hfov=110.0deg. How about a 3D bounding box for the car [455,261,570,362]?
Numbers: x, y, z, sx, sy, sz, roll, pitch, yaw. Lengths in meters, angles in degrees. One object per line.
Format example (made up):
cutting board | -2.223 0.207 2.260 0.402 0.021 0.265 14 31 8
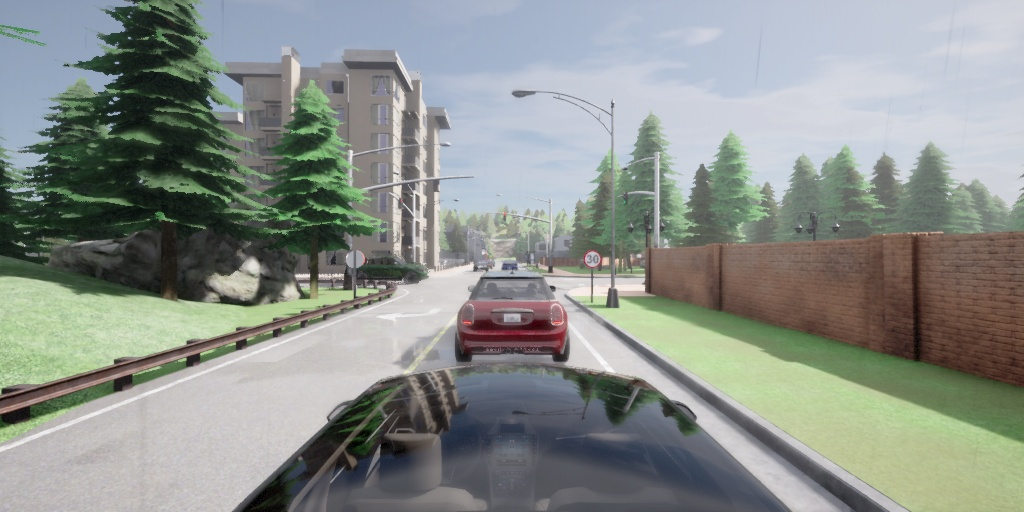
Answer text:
car | 0.005 1.102 8.373 2.097 1.767 4.553 0 0 0

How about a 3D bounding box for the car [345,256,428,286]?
car | -8.795 0.983 25.368 5.566 2.045 2.150 0 0 -6

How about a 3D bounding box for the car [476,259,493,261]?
car | -3.983 1.241 46.694 2.128 1.511 4.902 0 0 -1
